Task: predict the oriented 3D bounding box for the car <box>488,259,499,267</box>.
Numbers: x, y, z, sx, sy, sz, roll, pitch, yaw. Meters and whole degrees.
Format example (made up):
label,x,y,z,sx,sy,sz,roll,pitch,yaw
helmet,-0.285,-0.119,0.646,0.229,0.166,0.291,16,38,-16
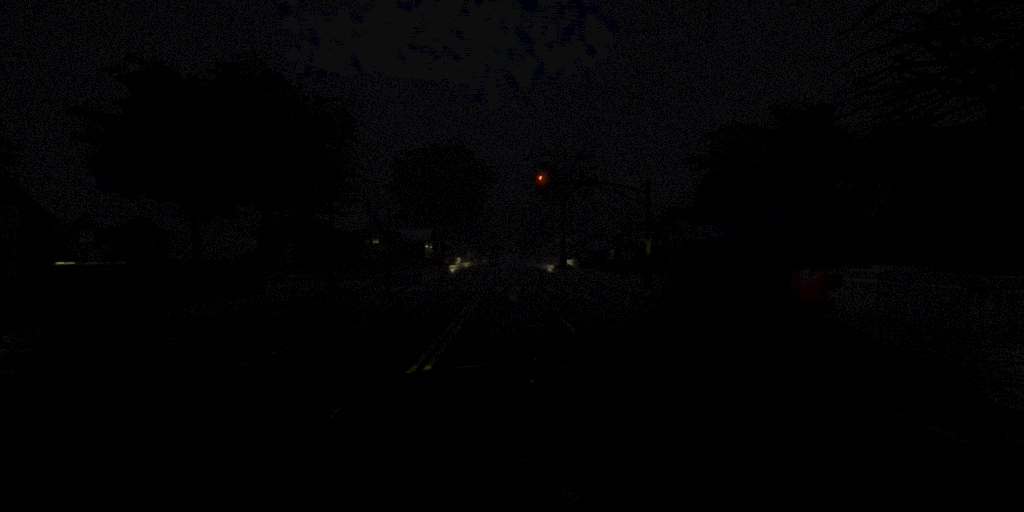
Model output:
label,x,y,z,sx,sy,sz,roll,pitch,yaw
car,-3.245,1.225,64.884,2.033,1.411,5.357,0,0,0
